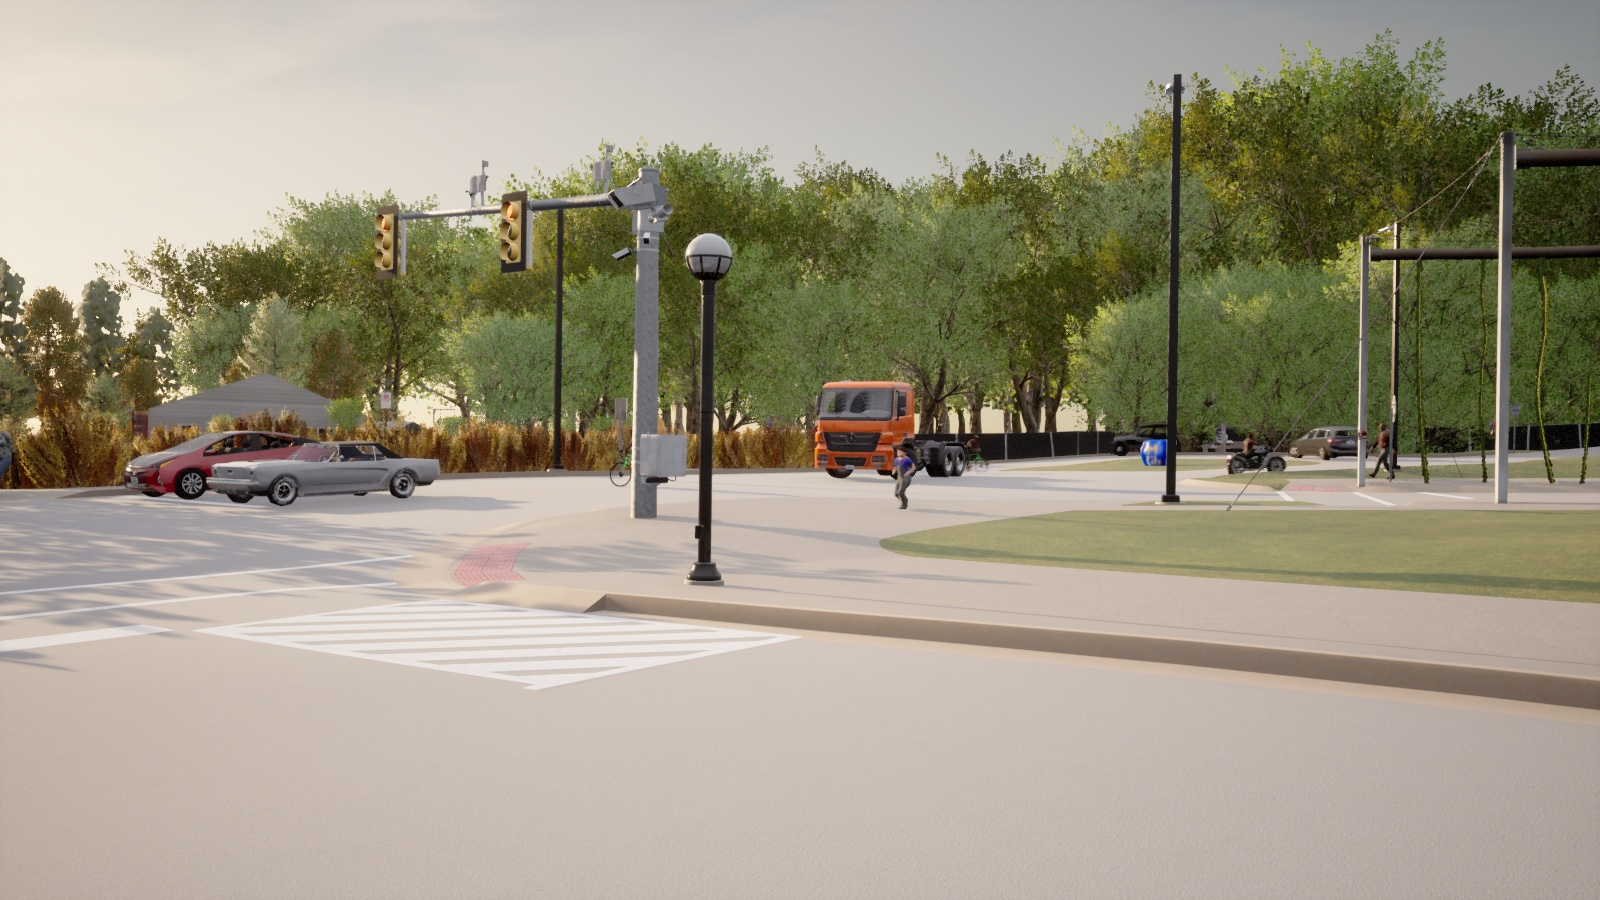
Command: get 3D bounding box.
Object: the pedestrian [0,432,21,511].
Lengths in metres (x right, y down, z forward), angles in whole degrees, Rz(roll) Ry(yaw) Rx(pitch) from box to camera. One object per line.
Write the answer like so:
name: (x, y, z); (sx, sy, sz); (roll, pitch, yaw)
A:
pedestrian: (-19.051, 0.504, 29.775); (0.874, 1.855, 0.900); (0, 0, -26)

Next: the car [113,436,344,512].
car: (-13.417, 0.512, 29.721); (2.007, 1.525, 4.514); (0, 2, 37)

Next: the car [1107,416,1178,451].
car: (20.234, -0.967, 74.135); (3.866, 1.878, 1.905); (-2, 0, 18)

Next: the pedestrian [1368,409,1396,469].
pedestrian: (18.074, -0.331, 38.998); (0.720, 1.854, 0.376); (0, 0, -13)

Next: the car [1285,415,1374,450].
car: (26.626, -0.907, 63.299); (2.242, 1.667, 4.611); (-2, 1, -4)

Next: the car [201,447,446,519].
car: (-10.370, 0.655, 27.668); (1.895, 1.301, 4.718); (0, 2, 37)

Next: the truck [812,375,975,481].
truck: (3.541, -0.790, 45.304); (2.891, 3.462, 7.936); (0, 1, 28)

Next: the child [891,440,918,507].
child: (1.981, 0.443, 23.833); (0.437, 1.263, 0.270); (0, 0, -42)

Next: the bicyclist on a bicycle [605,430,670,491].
bicyclist on a bicycle: (-4.403, 0.282, 34.001); (1.656, 1.620, 0.582); (0, 1, -33)

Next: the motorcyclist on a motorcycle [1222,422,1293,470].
motorcyclist on a motorcycle: (16.901, -0.161, 46.357); (2.350, 1.649, 0.766); (-3, 1, -11)
